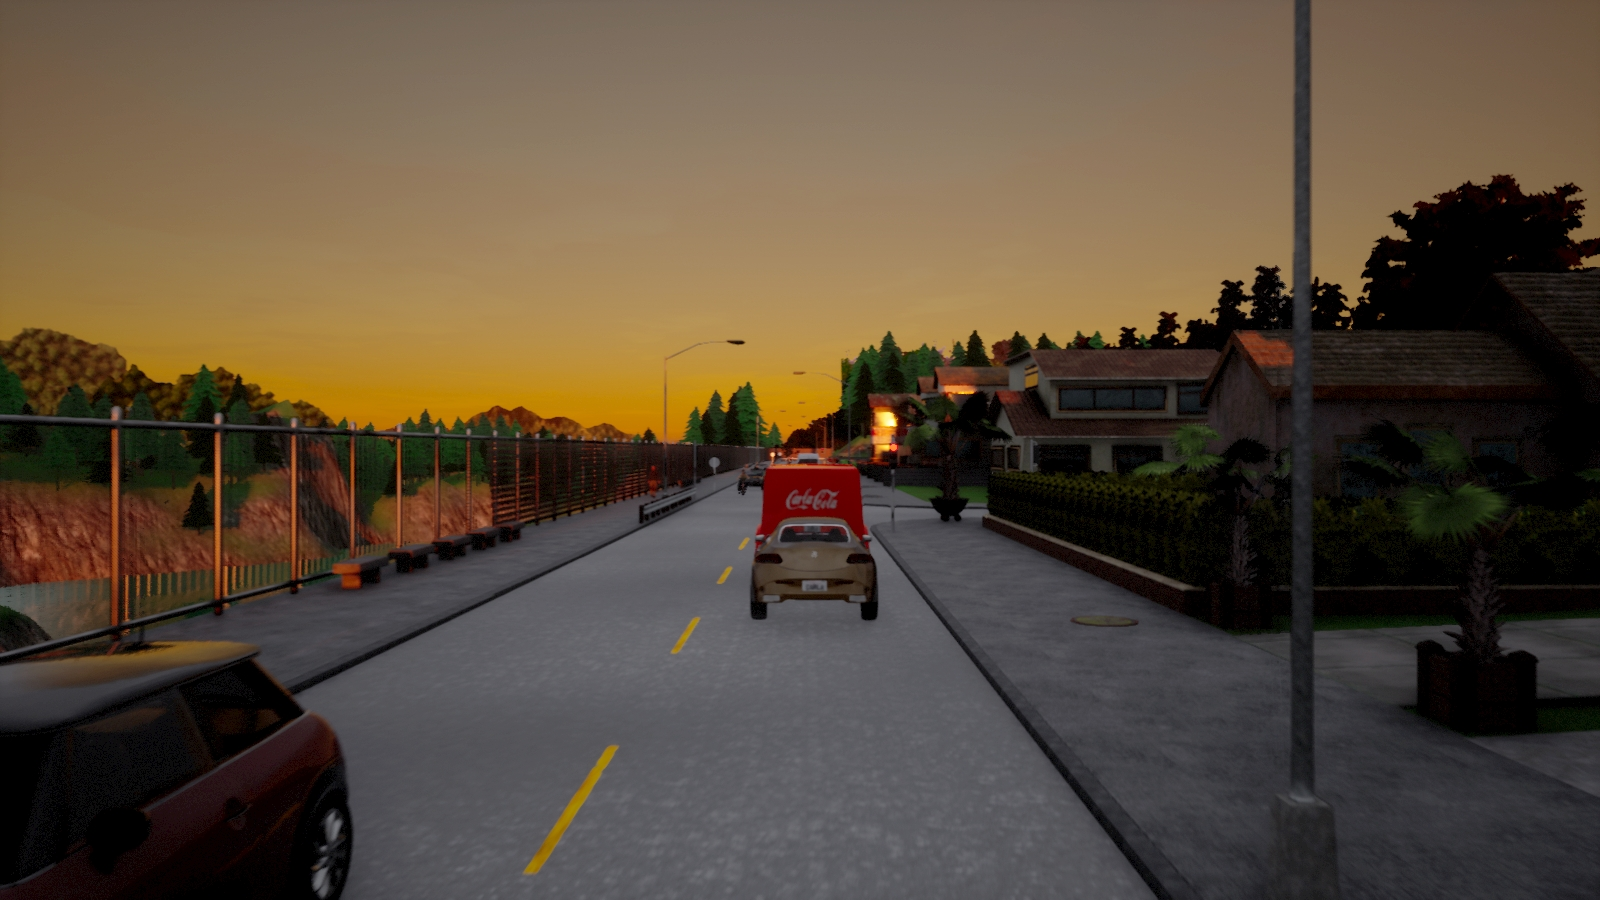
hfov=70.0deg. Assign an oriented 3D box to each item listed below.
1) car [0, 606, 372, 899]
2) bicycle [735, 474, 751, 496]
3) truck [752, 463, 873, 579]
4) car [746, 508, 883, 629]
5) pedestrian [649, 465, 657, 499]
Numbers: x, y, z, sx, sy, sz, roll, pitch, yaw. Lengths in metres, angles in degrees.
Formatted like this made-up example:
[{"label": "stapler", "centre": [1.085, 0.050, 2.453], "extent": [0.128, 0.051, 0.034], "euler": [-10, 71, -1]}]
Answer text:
[{"label": "car", "centre": [-3.849, 1.904, 5.192], "extent": [2.097, 1.767, 4.553], "euler": [0, 0, 0]}, {"label": "bicycle", "centre": [-3.454, 2.153, 69.525], "extent": [0.859, 1.276, 1.487], "euler": [0, -3, 0]}, {"label": "truck", "centre": [0.288, 1.569, 27.397], "extent": [2.627, 2.467, 5.204], "euler": [0, 0, 0]}, {"label": "car", "centre": [0.243, 1.992, 20.477], "extent": [2.152, 1.651, 5.027], "euler": [0, 0, 0]}, {"label": "pedestrian", "centre": [-8.057, 1.742, 62.691], "extent": [0.375, 1.860, 0.375], "euler": [0, 0, 5]}]
